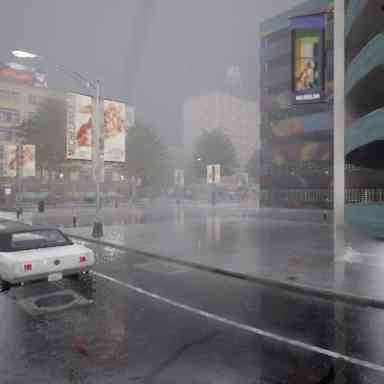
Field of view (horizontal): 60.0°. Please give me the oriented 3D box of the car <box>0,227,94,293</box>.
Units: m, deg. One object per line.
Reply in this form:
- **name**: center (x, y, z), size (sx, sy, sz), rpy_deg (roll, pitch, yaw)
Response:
- **car**: center (-4.582, 1.601, 8.996), size (1.895, 1.301, 4.718), rpy_deg (0, 0, -44)

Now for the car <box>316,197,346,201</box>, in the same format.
- **car**: center (17.422, 1.320, 42.551), size (4.674, 1.452, 2.002), rpy_deg (0, 0, -42)
